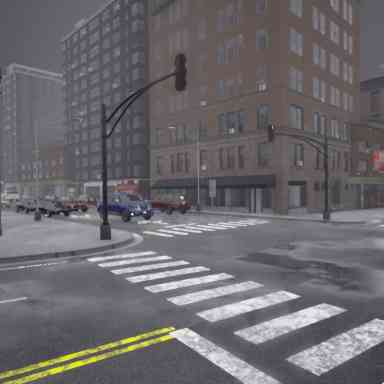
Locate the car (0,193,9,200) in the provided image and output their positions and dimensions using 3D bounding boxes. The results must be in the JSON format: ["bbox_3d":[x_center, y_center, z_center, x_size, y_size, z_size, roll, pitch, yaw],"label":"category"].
[{"bbox_3d":[-40.736,0.885,70.744,1.947,1.339,4.313,0,1,-44],"label":"car"}]

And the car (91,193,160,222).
[{"bbox_3d":[-5.305,1.090,25.882,2.150,2.045,5.566,-1,1,-44],"label":"car"}]

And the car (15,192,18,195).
[{"bbox_3d":[-29.237,1.044,58.879,1.802,1.307,4.206,0,1,-44],"label":"car"}]

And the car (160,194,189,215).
[{"bbox_3d":[-2.405,1.087,31.192,2.192,1.841,5.009,0,1,-44],"label":"car"}]

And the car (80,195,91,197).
[{"bbox_3d":[-13.905,1.084,43.058,1.967,1.590,4.097,0,1,-44],"label":"car"}]

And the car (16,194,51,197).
[{"bbox_3d":[-19.354,1.216,40.403,1.837,1.490,4.892,-1,1,-44],"label":"car"}]

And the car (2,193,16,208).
[{"bbox_3d":[-23.734,1.248,40.952,1.752,1.417,4.829,0,1,-44],"label":"car"}]

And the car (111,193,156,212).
[{"bbox_3d":[-6.238,1.045,35.147,2.192,1.841,5.009,0,1,-44],"label":"car"}]

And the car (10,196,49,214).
[{"bbox_3d":[-16.188,1.375,33.166,1.947,1.339,4.313,0,1,-44],"label":"car"}]

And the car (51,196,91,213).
[{"bbox_3d":[-12.076,1.395,32.873,1.895,1.301,4.718,-1,1,-44],"label":"car"}]

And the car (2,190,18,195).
[{"bbox_3d":[-31.910,0.711,57.932,2.150,2.045,5.566,-1,1,-44],"label":"car"}]

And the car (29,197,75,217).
[{"bbox_3d":[-12.356,1.418,29.212,1.947,1.339,4.313,0,1,-44],"label":"car"}]
